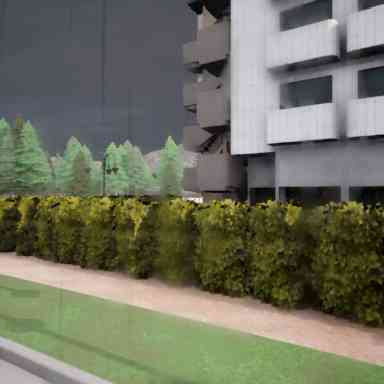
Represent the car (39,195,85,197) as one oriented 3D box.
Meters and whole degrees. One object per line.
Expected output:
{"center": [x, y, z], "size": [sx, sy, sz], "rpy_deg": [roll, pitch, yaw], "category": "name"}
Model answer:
{"center": [-8.715, 1.220, 24.319], "size": [2.150, 2.045, 5.566], "rpy_deg": [0, 0, 35], "category": "car"}
